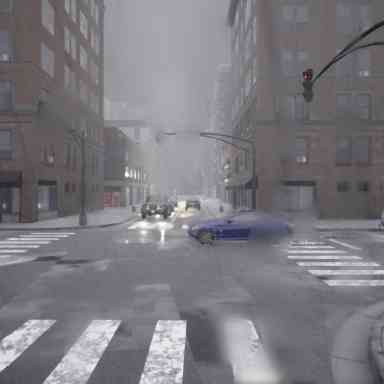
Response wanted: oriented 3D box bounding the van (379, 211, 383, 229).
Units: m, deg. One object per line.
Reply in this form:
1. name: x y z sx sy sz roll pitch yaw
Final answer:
1. van: 12.062 1.358 17.401 3.998 1.788 1.690 0 0 0

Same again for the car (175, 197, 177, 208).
1. car: -3.087 1.545 39.461 1.812 1.442 4.674 0 0 0

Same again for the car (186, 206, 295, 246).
1. car: 2.152 1.532 14.714 4.674 1.442 1.812 0 0 0

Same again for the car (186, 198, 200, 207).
1. car: 0.116 1.513 44.295 2.128 1.511 4.902 0 0 0

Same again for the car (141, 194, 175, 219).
1. car: -3.075 1.236 29.788 2.150 2.045 5.566 0 0 2
